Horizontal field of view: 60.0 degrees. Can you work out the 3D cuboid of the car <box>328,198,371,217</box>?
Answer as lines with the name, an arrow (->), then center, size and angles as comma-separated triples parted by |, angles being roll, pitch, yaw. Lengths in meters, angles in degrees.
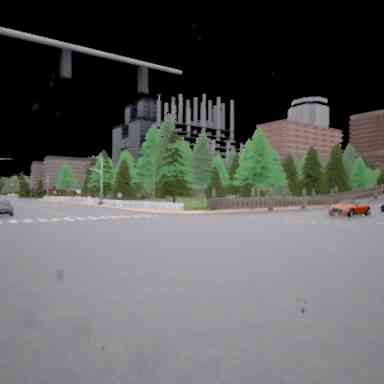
car -> 15.143, 1.424, 31.954 | 4.553, 1.767, 2.097 | 0, 0, -35

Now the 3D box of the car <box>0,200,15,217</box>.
car -> -18.068, 1.514, 31.525 | 1.837, 1.490, 4.892 | 0, 0, -33

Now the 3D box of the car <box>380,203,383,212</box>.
car -> 23.309, 1.422, 37.757 | 5.008, 1.535, 1.882 | -2, 1, -35
